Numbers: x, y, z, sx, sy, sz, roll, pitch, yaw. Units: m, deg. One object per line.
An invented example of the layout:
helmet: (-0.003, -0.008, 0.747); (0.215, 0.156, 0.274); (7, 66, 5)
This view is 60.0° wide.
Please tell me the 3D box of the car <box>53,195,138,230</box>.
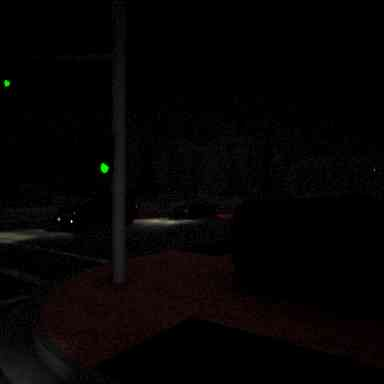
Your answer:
car: (-5.968, 1.218, 21.371); (2.150, 2.045, 5.566); (0, 0, 38)

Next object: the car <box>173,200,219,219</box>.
car: (0.393, 1.474, 29.389); (1.882, 1.535, 5.008); (0, 0, 39)
